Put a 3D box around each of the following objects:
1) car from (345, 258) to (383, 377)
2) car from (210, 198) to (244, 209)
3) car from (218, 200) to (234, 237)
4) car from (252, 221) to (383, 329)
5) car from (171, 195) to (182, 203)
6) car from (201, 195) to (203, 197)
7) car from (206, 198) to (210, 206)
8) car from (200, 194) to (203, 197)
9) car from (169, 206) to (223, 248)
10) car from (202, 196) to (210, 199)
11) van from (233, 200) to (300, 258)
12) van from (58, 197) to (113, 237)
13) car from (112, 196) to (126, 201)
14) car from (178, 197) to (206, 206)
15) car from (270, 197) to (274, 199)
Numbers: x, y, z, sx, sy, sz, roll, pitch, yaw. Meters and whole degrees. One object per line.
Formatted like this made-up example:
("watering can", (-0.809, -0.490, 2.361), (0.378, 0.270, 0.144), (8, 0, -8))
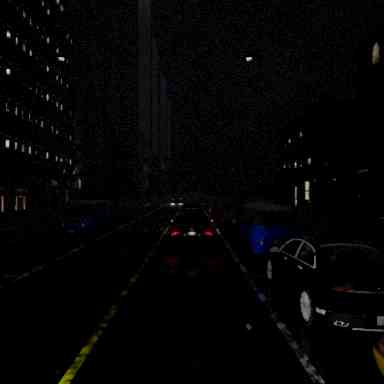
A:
("car", (2.704, 1.523, 1.477), (1.752, 1.417, 4.829), (1, 0, 0))
("car", (2.707, 1.316, 23.219), (2.192, 1.841, 5.009), (1, 0, 0))
("car", (2.705, 1.441, 17.740), (1.967, 1.590, 4.097), (1, 0, 0))
("car", (2.703, 1.550, 6.785), (2.008, 1.369, 4.403), (1, 0, 0))
("car", (-3.013, 1.379, 66.833), (2.097, 1.767, 4.553), (0, 0, 0))
("car", (2.703, 1.547, 50.606), (2.008, 1.369, 4.403), (1, 0, 0))
("car", (2.703, 1.566, 34.173), (1.947, 1.339, 4.313), (1, 0, 0))
("car", (2.827, 1.575, 61.559), (1.802, 1.307, 4.206), (1, 0, 0))
("car", (0.000, 1.564, 14.652), (2.033, 1.411, 5.357), (0, 0, 0))
("car", (2.703, 1.563, 45.129), (1.947, 1.339, 4.313), (1, 0, 0))
("van", (2.707, 1.341, 12.263), (1.690, 1.788, 3.998), (1, 0, 0))
("van", (-5.673, 1.342, 17.737), (1.690, 1.788, 3.998), (1, 0, 0))
("car", (-17.425, 1.645, 77.688), (4.206, 1.307, 1.802), (-1, 0, 1))
("car", (0.000, 1.518, 29.654), (1.837, 1.490, 4.892), (0, 0, 0))
("car", (20.683, 1.226, 77.323), (4.829, 1.417, 1.752), (-1, 0, 1))
